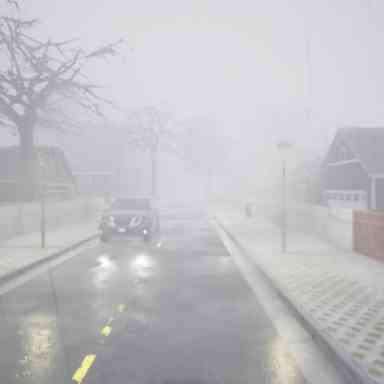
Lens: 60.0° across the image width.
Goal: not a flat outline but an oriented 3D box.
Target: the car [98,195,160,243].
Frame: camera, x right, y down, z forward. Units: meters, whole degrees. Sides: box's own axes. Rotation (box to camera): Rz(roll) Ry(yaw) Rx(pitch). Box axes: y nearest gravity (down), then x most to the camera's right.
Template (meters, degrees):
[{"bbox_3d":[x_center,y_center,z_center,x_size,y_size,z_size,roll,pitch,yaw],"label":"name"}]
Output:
[{"bbox_3d":[-2.817,1.191,16.196,2.150,2.045,5.566,0,0,0],"label":"car"}]
